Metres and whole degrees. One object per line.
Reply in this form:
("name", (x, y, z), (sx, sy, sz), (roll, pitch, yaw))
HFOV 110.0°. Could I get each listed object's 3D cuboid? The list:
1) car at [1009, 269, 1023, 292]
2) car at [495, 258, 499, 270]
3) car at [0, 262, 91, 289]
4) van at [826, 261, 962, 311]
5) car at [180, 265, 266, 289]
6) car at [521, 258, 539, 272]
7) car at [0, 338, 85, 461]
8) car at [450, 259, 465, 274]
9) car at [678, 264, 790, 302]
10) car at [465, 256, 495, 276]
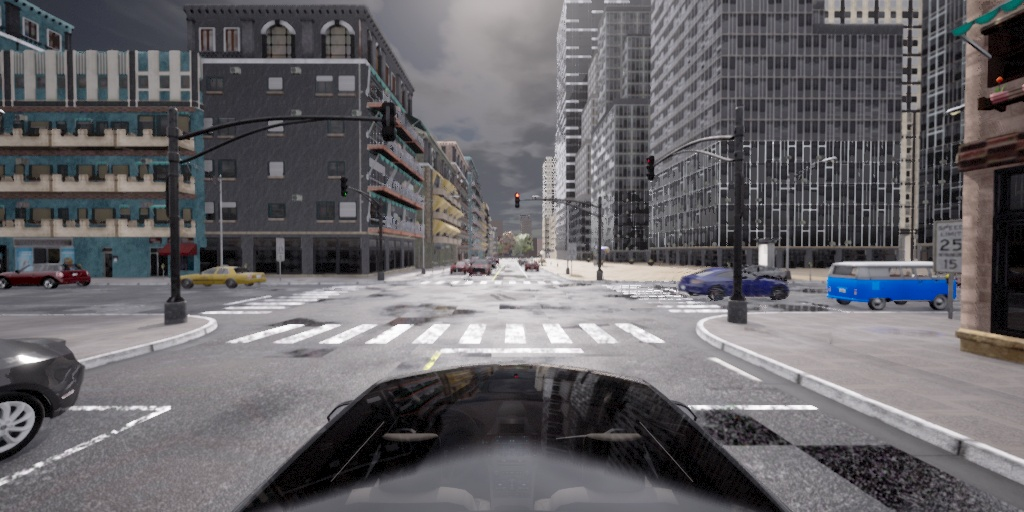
("car", (25.599, 1.213, 19.741), (4.181, 1.385, 1.994), (0, 1, 0))
("car", (-3.249, 1.292, 52.457), (1.895, 1.301, 4.718), (0, 0, 0))
("car", (-28.843, 1.168, 22.082), (4.097, 1.591, 1.967), (0, 0, 0))
("van", (14.653, 1.104, 13.911), (3.998, 1.789, 1.690), (0, 0, 0))
("car", (-17.945, 1.225, 22.134), (4.829, 1.417, 1.751), (0, 0, 0))
("car", (2.518, 1.243, 45.989), (1.888, 1.381, 4.507), (0, 0, 0))
("car", (-5.690, 1.300, 2.190), (2.007, 1.370, 4.403), (0, 0, 0))
("car", (-5.811, 1.249, 40.256), (1.888, 1.381, 4.507), (0, 0, 0))
("car", (10.119, 1.256, 16.499), (4.674, 1.442, 1.812), (0, 0, -3))
("car", (-3.205, 1.060, 36.622), (2.097, 1.767, 4.553), (0, 0, 0))
